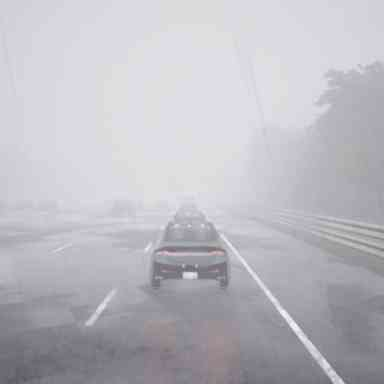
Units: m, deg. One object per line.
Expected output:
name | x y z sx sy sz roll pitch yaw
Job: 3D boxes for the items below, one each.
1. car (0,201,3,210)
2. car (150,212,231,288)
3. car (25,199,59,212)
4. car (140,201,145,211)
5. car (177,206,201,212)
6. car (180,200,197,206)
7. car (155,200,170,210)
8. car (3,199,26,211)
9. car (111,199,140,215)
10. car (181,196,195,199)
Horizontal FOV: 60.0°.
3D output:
car | -25.194 1.733 41.813 1.895 1.301 4.718 1 -2 -1
car | -0.053 1.537 9.346 2.128 1.511 4.902 0 0 0
car | -18.187 1.684 41.276 2.128 1.511 4.902 0 0 -2
car | -7.610 1.852 45.426 1.895 1.301 4.718 0 0 -2
car | -0.148 1.699 18.652 1.895 1.301 4.718 0 0 -1
car | -0.297 1.705 28.092 2.033 1.411 5.357 0 0 -1
car | -4.134 1.816 46.528 2.033 1.411 5.357 0 0 -2
car | -21.738 1.685 43.099 2.128 1.511 4.902 0 0 -2
car | -7.375 1.544 36.359 2.097 1.767 4.553 0 0 -1
car | -0.597 1.493 45.418 2.150 2.045 5.566 0 0 -2
